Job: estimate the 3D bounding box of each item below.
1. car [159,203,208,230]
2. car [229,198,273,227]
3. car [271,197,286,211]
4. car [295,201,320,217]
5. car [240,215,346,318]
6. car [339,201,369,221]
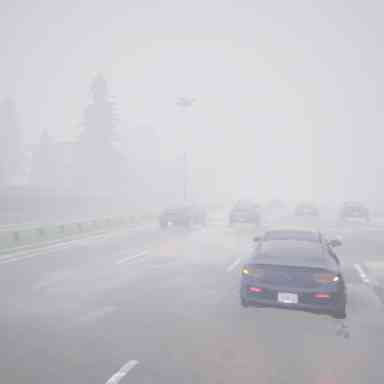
[{"bbox_3d":[-0.398,1.448,20.642,1.837,1.490,4.892,0,1,20],"label":"car"},{"bbox_3d":[3.774,1.424,21.907,2.128,1.511,4.902,0,0,20],"label":"car"},{"bbox_3d":[10.030,1.363,39.330,2.128,1.511,4.902,0,0,20],"label":"car"},{"bbox_3d":[10.094,1.465,29.150,1.994,1.385,4.181,0,0,20],"label":"car"},{"bbox_3d":[2.294,1.501,7.425,1.812,1.442,4.674,0,0,20],"label":"car"},{"bbox_3d":[12.892,1.430,26.588,1.812,1.442,4.674,0,0,20],"label":"car"}]
